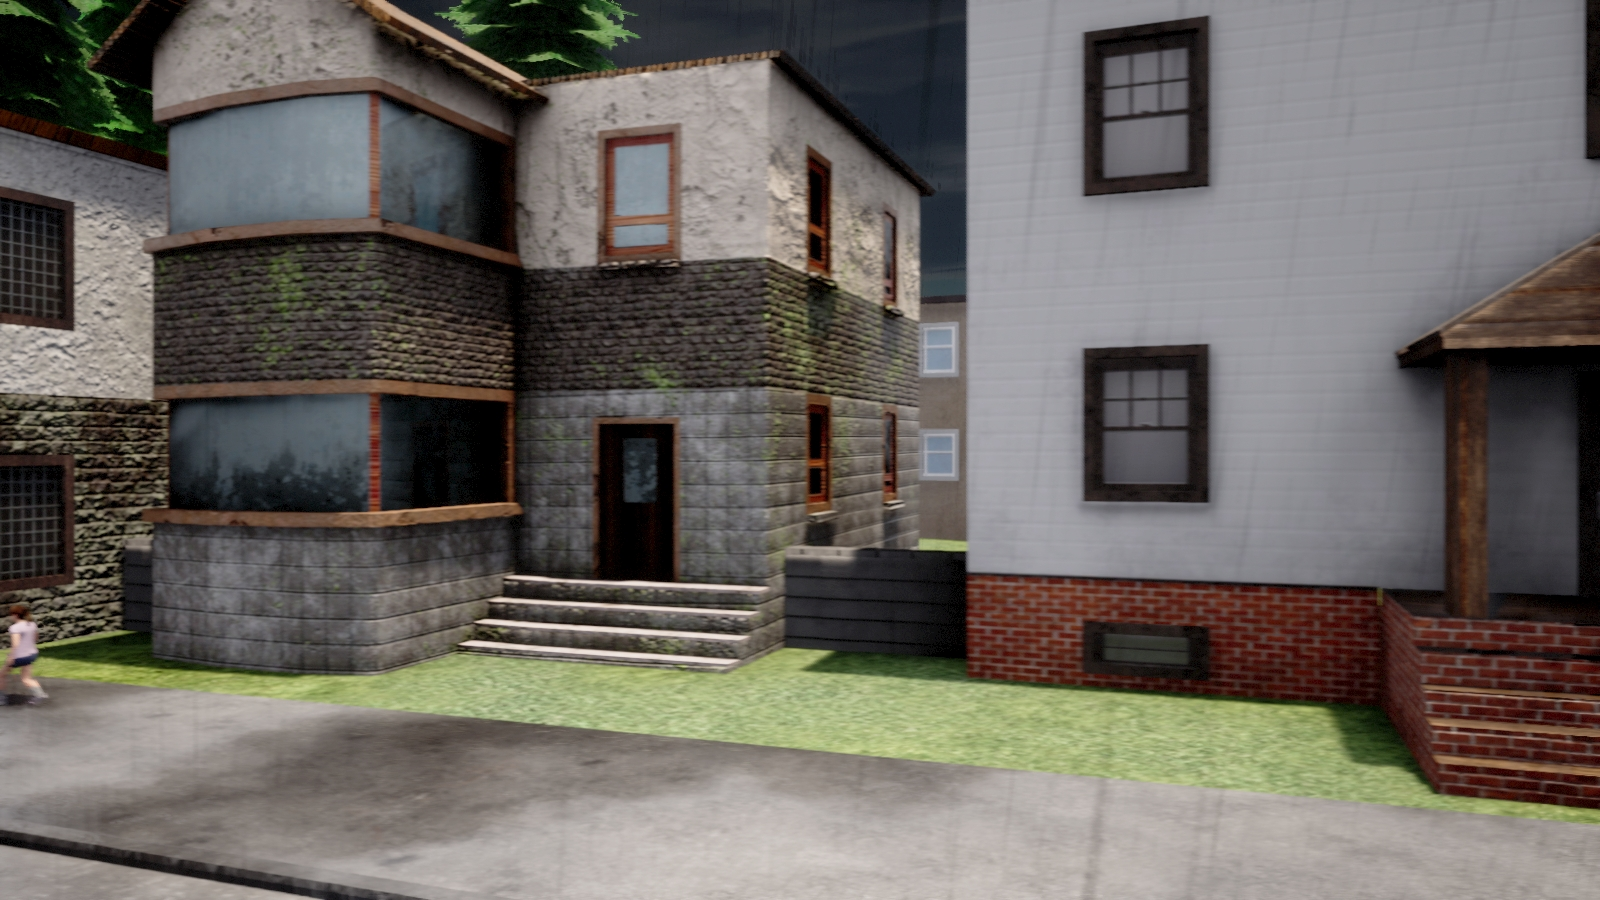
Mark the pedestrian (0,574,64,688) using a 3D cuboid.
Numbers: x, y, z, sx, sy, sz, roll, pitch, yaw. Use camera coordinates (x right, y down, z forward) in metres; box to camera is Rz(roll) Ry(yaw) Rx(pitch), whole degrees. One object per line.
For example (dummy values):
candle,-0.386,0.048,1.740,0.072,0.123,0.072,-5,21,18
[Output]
pedestrian,-8.198,1.896,12.066,0.500,1.100,0.500,0,0,15
